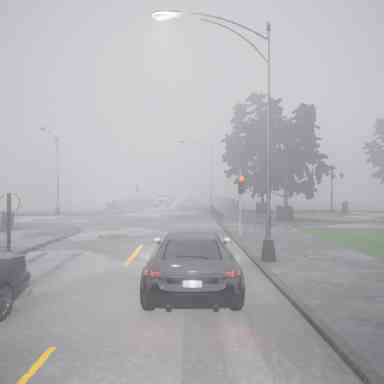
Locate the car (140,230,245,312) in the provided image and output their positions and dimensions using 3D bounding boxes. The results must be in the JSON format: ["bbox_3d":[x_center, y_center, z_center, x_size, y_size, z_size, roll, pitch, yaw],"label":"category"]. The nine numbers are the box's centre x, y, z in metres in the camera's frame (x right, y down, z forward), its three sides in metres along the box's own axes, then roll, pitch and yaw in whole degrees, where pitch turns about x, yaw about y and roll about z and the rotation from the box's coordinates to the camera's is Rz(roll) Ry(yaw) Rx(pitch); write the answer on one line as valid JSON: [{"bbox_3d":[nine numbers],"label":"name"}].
[{"bbox_3d":[0.004,1.564,7.779,1.994,1.385,4.181,0,0,0],"label":"car"}]

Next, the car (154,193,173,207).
[{"bbox_3d":[-4.495,1.221,50.995,2.150,2.045,5.566,0,0,-1],"label":"car"}]

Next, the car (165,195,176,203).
[{"bbox_3d":[-4.554,1.525,71.489,2.128,1.511,4.902,0,0,0],"label":"car"}]

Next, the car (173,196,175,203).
[{"bbox_3d":[-4.537,1.547,61.247,2.033,1.411,5.357,0,0,0],"label":"car"}]

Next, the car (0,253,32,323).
[{"bbox_3d":[-4.126,1.547,4.389,2.033,1.411,5.357,0,0,0],"label":"car"}]

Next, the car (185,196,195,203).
[{"bbox_3d":[-0.441,1.478,69.772,1.882,1.535,5.008,0,-1,0],"label":"car"}]
